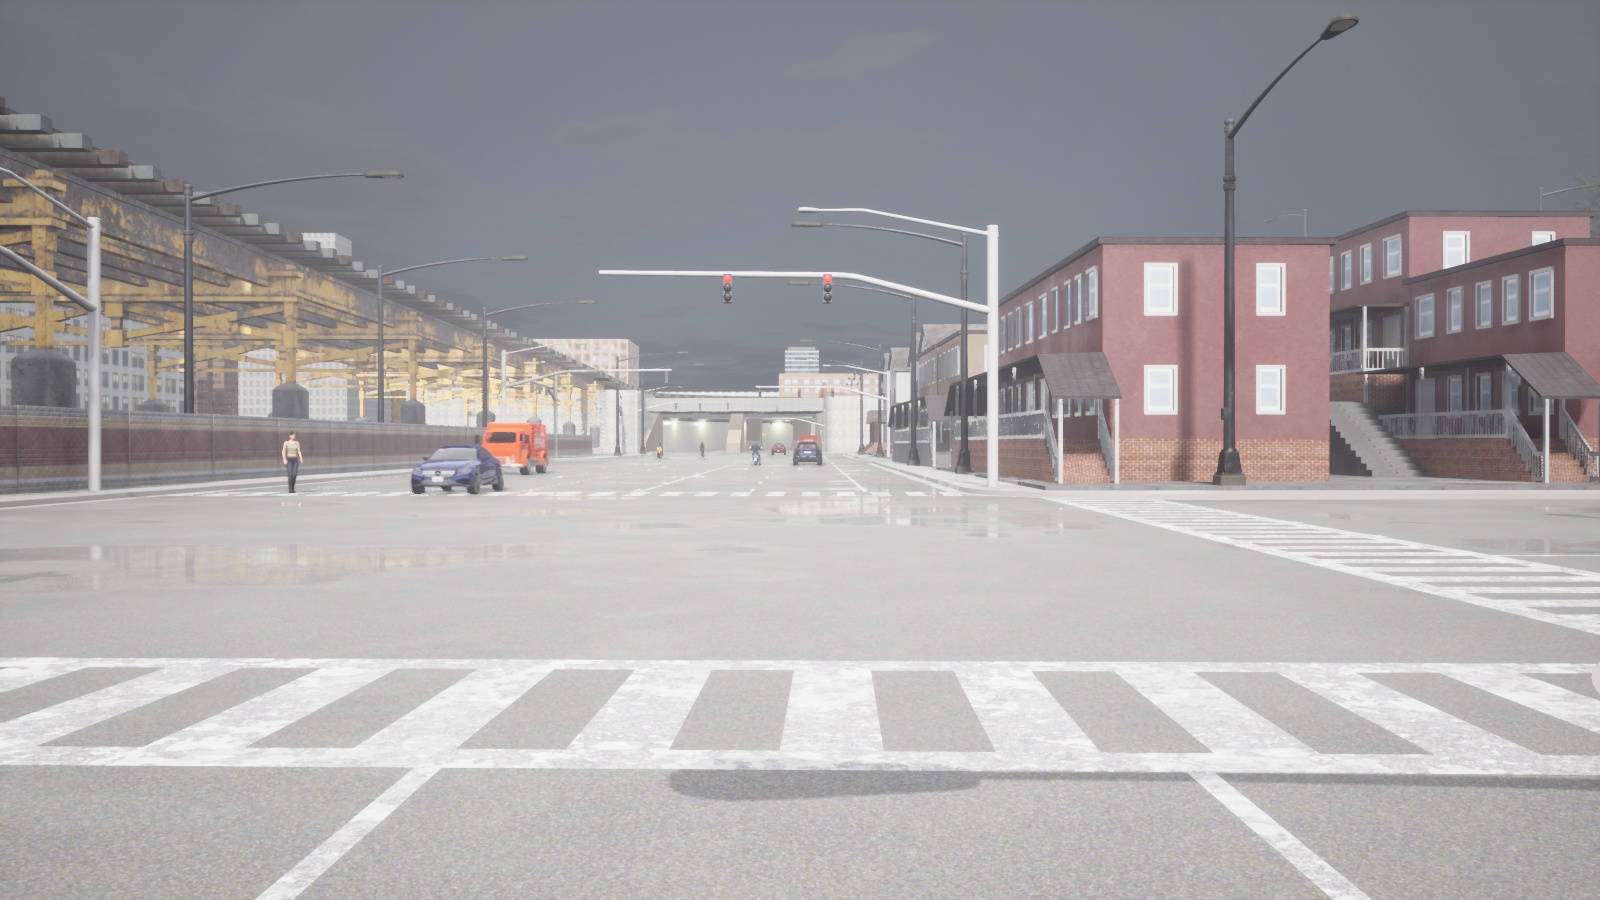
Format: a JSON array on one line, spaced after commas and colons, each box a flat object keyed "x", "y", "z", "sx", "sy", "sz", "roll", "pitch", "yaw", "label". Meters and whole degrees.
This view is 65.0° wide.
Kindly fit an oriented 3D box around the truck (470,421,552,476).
[{"x": -13.632, "y": -0.088, "z": 59.593, "sx": 2.627, "sy": 2.467, "sz": 5.204, "roll": 0, "pitch": 0, "yaw": 0, "label": "truck"}]

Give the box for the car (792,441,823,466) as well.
[{"x": 0.515, "y": 0.201, "z": 84.301, "sx": 2.033, "sy": 1.649, "sz": 4.856, "roll": 0, "pitch": 0, "yaw": 0, "label": "car"}]

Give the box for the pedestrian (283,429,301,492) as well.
[{"x": -14.882, "y": 0.312, "z": 36.796, "sx": 0.345, "sy": 1.836, "sz": 0.594, "roll": 0, "pitch": 0, "yaw": -38, "label": "pedestrian"}]

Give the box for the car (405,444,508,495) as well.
[{"x": -10.258, "y": 0.550, "z": 37.850, "sx": 1.812, "sy": 1.442, "sz": 4.674, "roll": 0, "pitch": 0, "yaw": 1, "label": "car"}]
